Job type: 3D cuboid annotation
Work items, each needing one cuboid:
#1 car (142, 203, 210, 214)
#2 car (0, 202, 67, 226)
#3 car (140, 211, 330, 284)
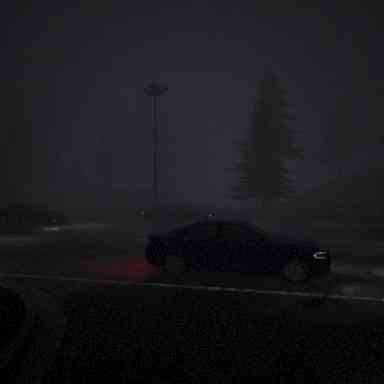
[{"bbox_3d":[-1.012,1.545,24.176,5.357,1.411,2.033,0,0,13],"label":"car"},{"bbox_3d":[-11.106,1.477,22.941,5.008,1.535,1.882,0,0,13],"label":"car"},{"bbox_3d":[1.169,1.476,9.287,5.008,1.535,1.882,0,0,13],"label":"car"}]
